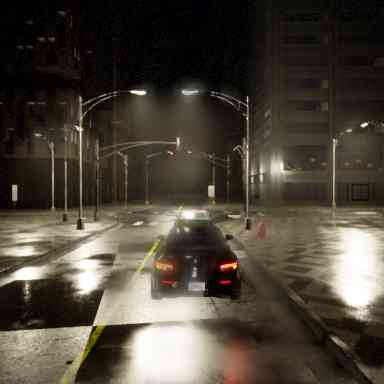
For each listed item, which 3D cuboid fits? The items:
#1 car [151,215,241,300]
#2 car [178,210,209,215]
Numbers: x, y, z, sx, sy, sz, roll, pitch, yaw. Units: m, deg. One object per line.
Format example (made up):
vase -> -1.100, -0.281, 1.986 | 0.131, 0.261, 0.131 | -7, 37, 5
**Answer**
car -> 0.083, 1.523, 8.236 | 1.812, 1.442, 4.674 | 0, 0, 0
car -> 0.071, 1.593, 17.260 | 1.895, 1.301, 4.718 | 0, 0, 0
